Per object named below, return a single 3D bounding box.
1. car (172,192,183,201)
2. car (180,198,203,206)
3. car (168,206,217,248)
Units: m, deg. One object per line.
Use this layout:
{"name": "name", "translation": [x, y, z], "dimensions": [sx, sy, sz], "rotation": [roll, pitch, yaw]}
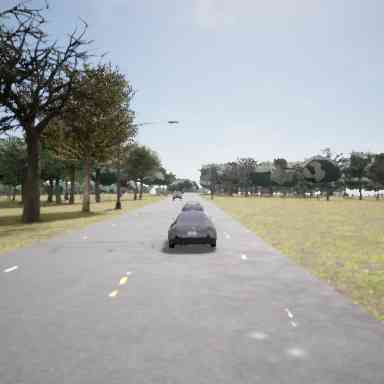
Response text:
{"name": "car", "translation": [-3.292, 0.931, 75.909], "dimensions": [2.150, 2.045, 5.566], "rotation": [0, 0, 0]}
{"name": "car", "translation": [0.077, 1.480, 29.604], "dimensions": [1.994, 1.385, 4.181], "rotation": [0, 0, 0]}
{"name": "car", "translation": [0.014, 1.530, 14.604], "dimensions": [1.994, 1.385, 4.181], "rotation": [-2, 0, 0]}
